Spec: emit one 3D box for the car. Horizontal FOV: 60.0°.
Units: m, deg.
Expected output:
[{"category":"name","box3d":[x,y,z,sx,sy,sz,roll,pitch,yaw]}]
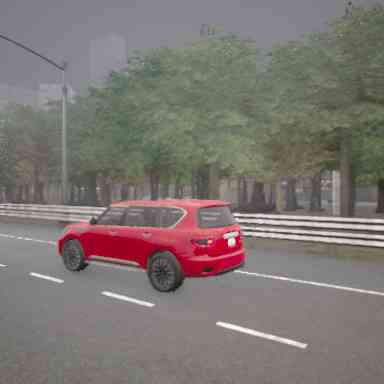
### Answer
[{"category":"car","box3d":[-1.289,1.222,9.087,5.566,2.045,2.150,0,0,35]}]
